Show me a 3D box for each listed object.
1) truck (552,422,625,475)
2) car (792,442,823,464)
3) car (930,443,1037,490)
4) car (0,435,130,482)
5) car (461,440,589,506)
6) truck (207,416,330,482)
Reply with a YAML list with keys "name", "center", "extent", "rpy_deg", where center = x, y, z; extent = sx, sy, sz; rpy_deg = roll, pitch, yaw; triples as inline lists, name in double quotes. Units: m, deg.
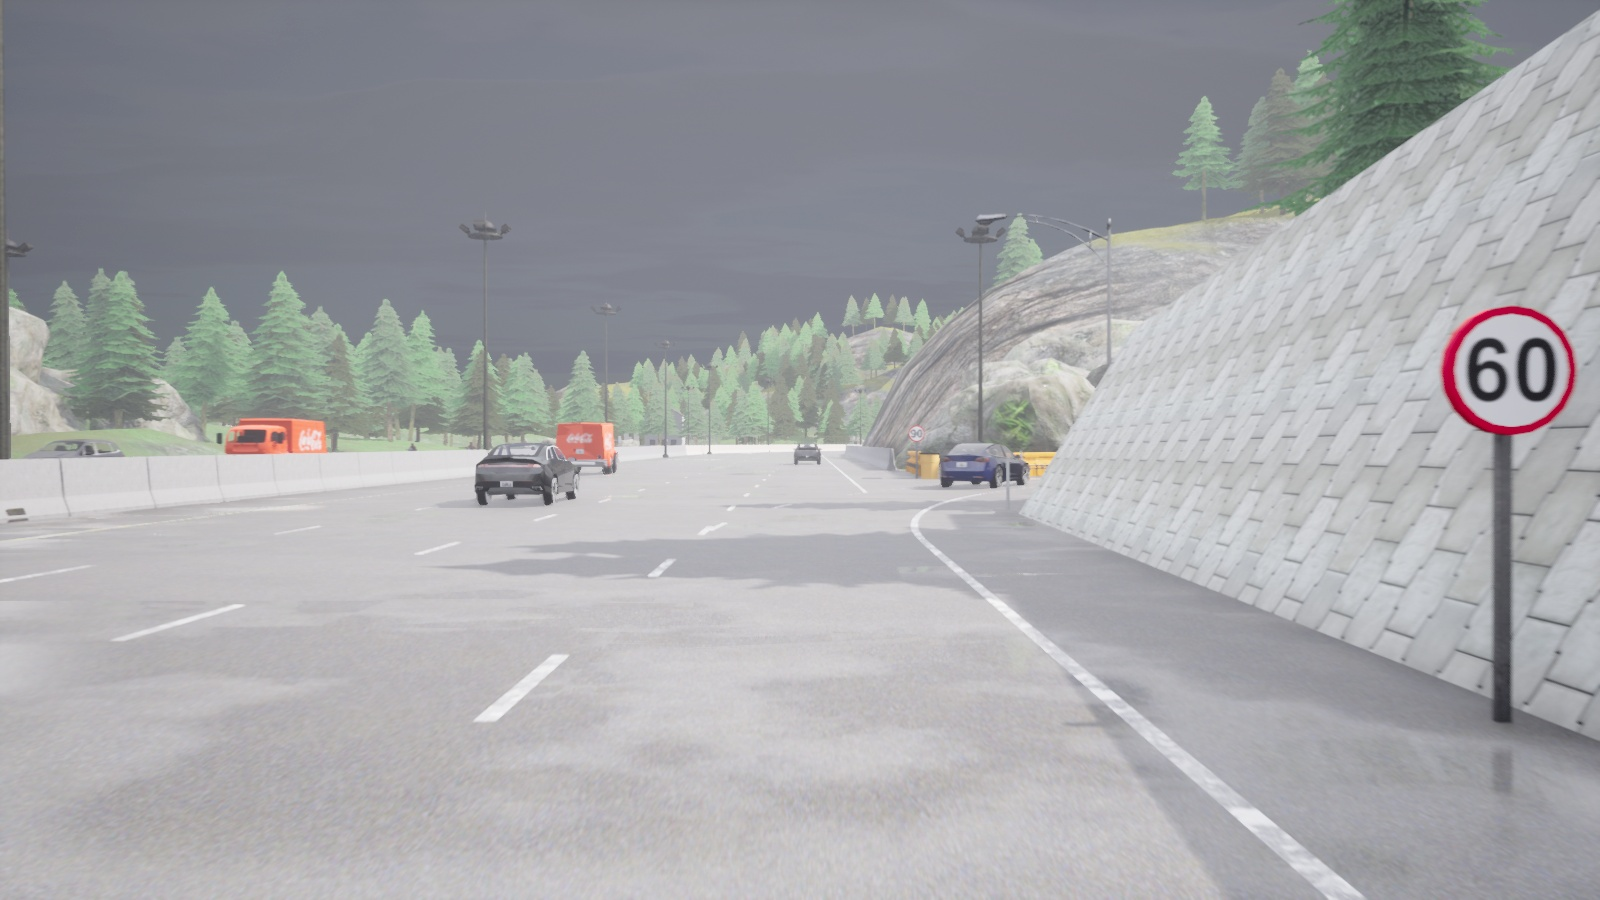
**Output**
- name: "truck"
  center: [-10.138, -0.086, 60.580]
  extent: [2.627, 2.467, 5.204]
  rpy_deg: [0, 1, 0]
- name: "car"
  center: [0.521, 0.202, 88.873]
  extent: [2.128, 1.511, 4.902]
  rpy_deg: [0, 0, 0]
- name: "car"
  center: [6.301, 0.511, 42.632]
  extent: [2.163, 1.488, 4.792]
  rpy_deg: [0, 0, 27]
- name: "car"
  center: [-27.715, 0.302, 47.520]
  extent: [2.242, 1.667, 4.611]
  rpy_deg: [0, 0, 0]
- name: "car"
  center: [-6.805, 0.519, 31.613]
  extent: [2.128, 1.511, 4.902]
  rpy_deg: [0, 0, 0]
- name: "truck"
  center: [-20.708, -0.028, 49.203]
  extent: [2.627, 2.467, 5.204]
  rpy_deg: [0, 0, 0]
